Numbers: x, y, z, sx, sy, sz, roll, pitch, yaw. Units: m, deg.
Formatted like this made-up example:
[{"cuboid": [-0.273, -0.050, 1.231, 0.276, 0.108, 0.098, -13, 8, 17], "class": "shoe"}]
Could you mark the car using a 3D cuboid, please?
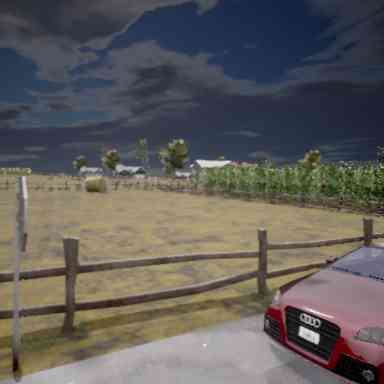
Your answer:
[{"cuboid": [3.103, 1.520, 4.967, 4.181, 1.385, 1.994, 0, 1, -31], "class": "car"}]
